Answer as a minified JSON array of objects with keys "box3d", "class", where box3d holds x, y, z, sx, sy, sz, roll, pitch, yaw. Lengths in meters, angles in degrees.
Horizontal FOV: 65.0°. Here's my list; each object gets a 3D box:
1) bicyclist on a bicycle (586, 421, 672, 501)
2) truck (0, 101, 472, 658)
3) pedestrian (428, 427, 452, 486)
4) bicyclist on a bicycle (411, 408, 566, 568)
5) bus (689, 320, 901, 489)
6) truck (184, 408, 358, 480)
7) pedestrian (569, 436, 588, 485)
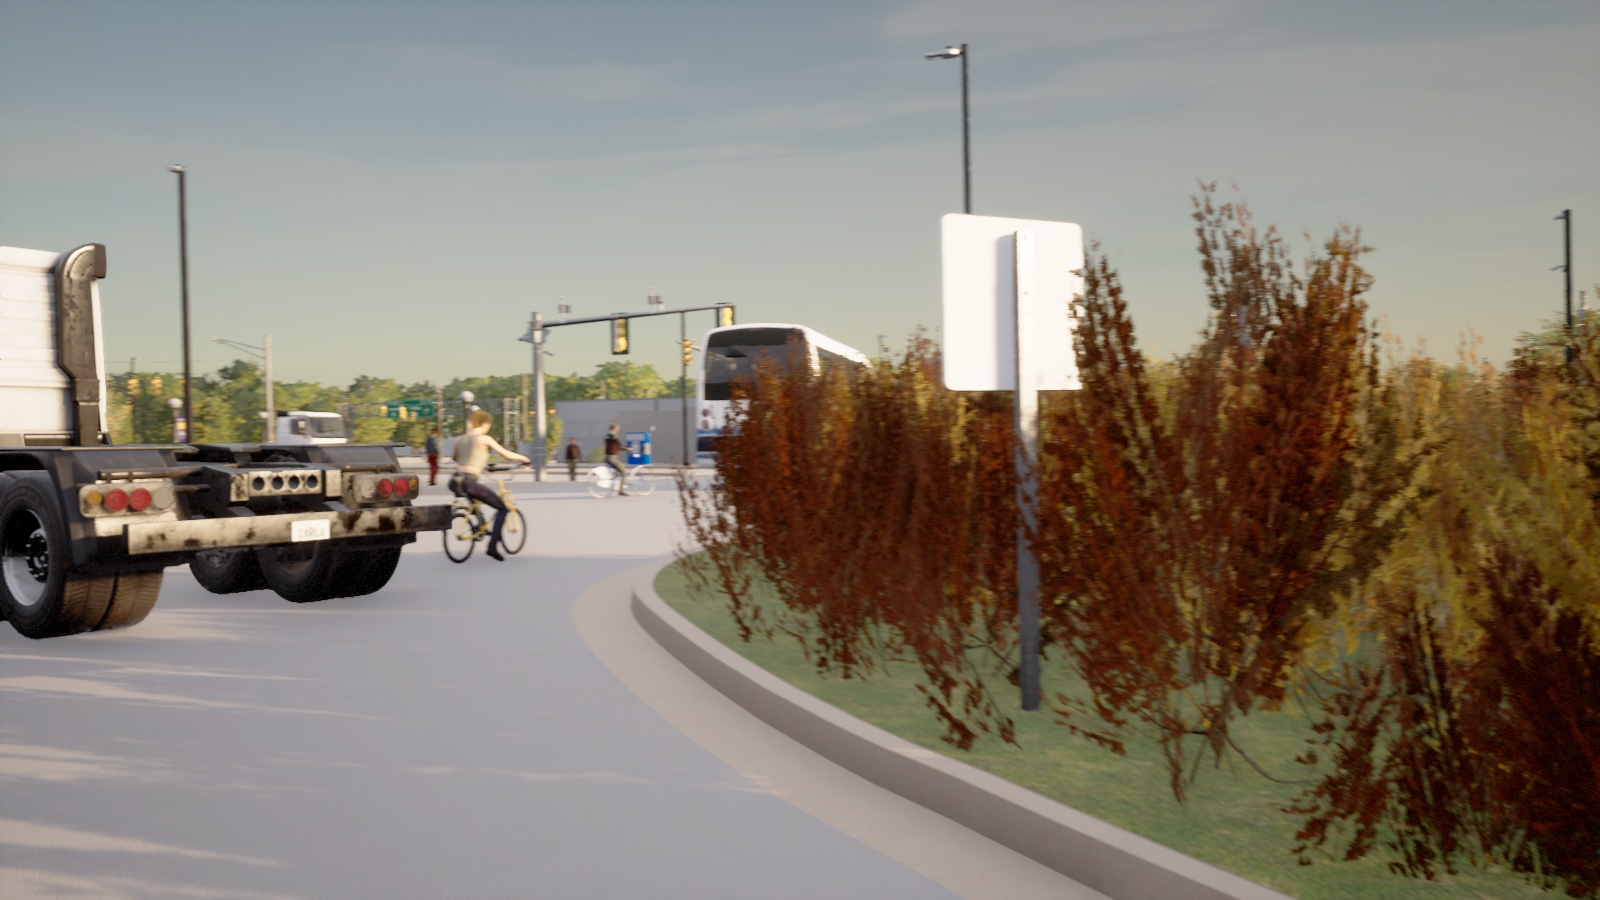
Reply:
[{"box3d":[-4.015,0.245,29.520,1.843,1.776,0.659,-2,1,-37],"class":"bicyclist on a bicycle"},{"box3d":[-6.752,-0.448,11.268,7.936,3.462,2.891,0,1,35],"class":"truck"},{"box3d":[-11.385,0.197,39.733,0.353,1.847,0.614,-1,1,27],"class":"pedestrian"},{"box3d":[-3.316,0.373,13.500,0.866,1.612,1.509,-1,1,22],"class":"bicyclist on a bicycle"},{"box3d":[0.237,-1.070,37.187,3.944,4.253,10.273,-1,-1,13],"class":"bus"},{"box3d":[-26.990,-0.277,64.137,7.936,3.462,2.891,-1,0,13],"class":"truck"},{"box3d":[-8.393,0.398,47.525,0.431,1.840,0.703,-1,1,13],"class":"pedestrian"}]
